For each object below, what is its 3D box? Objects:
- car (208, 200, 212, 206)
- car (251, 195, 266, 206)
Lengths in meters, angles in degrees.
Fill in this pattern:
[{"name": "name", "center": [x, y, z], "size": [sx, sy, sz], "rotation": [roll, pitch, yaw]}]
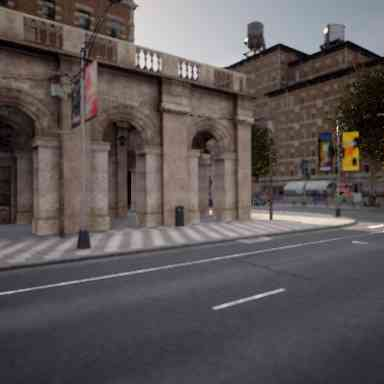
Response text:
[{"name": "car", "center": [1.297, 1.397, 46.181], "size": [1.895, 1.301, 4.718], "rotation": [-1, 0, -36]}, {"name": "car", "center": [8.415, 1.258, 47.681], "size": [1.837, 1.490, 4.892], "rotation": [-1, 0, -36]}]
